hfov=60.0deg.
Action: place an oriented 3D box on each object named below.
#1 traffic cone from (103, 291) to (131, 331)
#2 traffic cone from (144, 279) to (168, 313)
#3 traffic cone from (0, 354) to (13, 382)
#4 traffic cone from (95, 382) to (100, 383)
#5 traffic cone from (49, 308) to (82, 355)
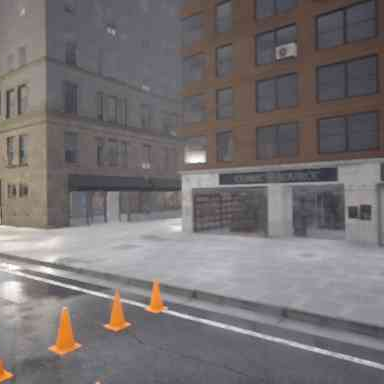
[{"bbox_3d":[-1.294,2.011,5.733,0.340,0.580,0.340,-1,-1,36],"label":"traffic cone"},{"bbox_3d":[-0.711,2.011,6.545,0.340,0.580,0.340,-1,-1,36],"label":"traffic cone"},{"bbox_3d":[-2.459,2.011,4.107,0.340,0.580,0.340,-1,-1,36],"label":"traffic cone"},{"bbox_3d":[-0.834,1.985,2.942,0.340,0.580,0.340,-1,-1,36],"label":"traffic cone"},{"bbox_3d":[-1.876,2.011,4.920,0.340,0.580,0.340,-1,-1,36],"label":"traffic cone"}]
